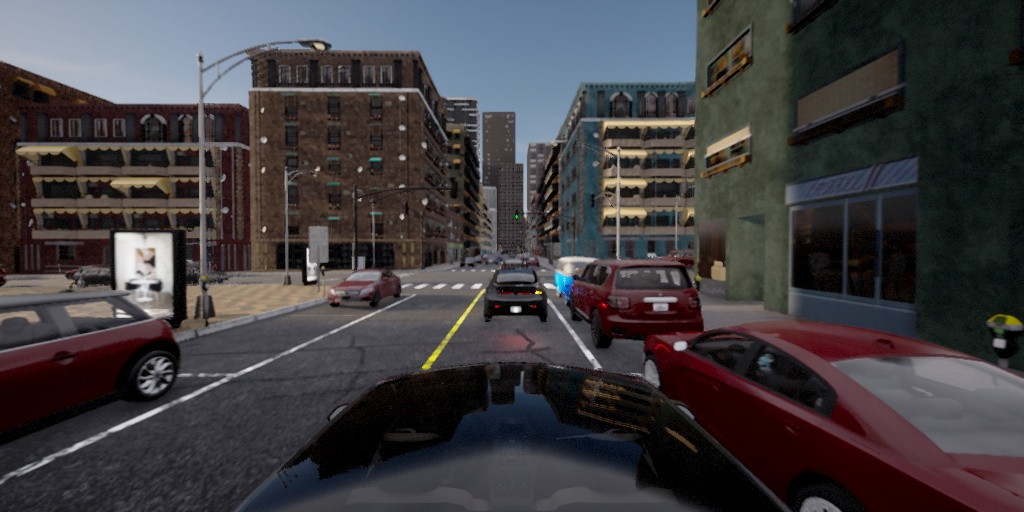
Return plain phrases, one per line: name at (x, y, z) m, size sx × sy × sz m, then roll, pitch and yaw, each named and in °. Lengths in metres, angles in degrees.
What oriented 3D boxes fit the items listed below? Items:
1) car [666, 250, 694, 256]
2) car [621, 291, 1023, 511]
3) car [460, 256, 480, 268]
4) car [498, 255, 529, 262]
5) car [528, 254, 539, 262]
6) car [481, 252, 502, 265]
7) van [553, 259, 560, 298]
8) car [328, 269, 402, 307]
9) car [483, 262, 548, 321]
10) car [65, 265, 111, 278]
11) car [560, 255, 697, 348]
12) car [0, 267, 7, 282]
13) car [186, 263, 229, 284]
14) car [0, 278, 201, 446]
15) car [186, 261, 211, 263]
car at (15.784, 0.385, 33.943) m, size 5.009 × 1.841 × 2.192 m, roll 0°, pitch 0°, yaw 0°
car at (2.690, 1.275, 3.343) m, size 1.888 × 1.381 × 4.507 m, roll 0°, pitch 0°, yaw 0°
car at (-5.676, 0.765, 46.805) m, size 1.948 × 1.339 × 4.313 m, roll 0°, pitch 0°, yaw 0°
car at (0.111, 0.895, 28.705) m, size 1.882 × 1.535 × 5.008 m, roll 0°, pitch 1°, yaw 0°
car at (2.705, 0.781, 46.790) m, size 1.802 × 1.307 × 4.207 m, roll 0°, pitch 0°, yaw 0°
car at (-3.050, 0.608, 53.905) m, size 2.128 × 1.511 × 4.902 m, roll 0°, pitch 1°, yaw 0°
van at (2.694, 0.934, 14.398) m, size 1.690 × 1.789 × 3.998 m, roll 0°, pitch 0°, yaw 0°
car at (-5.688, 1.175, 14.403) m, size 1.802 × 1.307 × 4.207 m, roll 0°, pitch 0°, yaw 0°
car at (0.104, 1.129, 11.892) m, size 1.837 × 1.490 × 4.892 m, roll 0°, pitch 1°, yaw 0°
car at (-27.954, 1.430, 25.143) m, size 4.403 × 1.370 × 2.007 m, roll 0°, pitch 0°, yaw 0°
car at (2.692, 0.976, 8.871) m, size 2.192 × 1.841 × 5.009 m, roll 0°, pitch 0°, yaw 0°
car at (-38.384, 1.577, 25.120) m, size 4.507 × 1.381 × 1.888 m, roll 0°, pitch 0°, yaw 0°
car at (-22.385, 1.348, 25.181) m, size 4.403 × 1.370 × 2.007 m, roll 0°, pitch 0°, yaw 0°
car at (-5.691, 1.169, 3.348) m, size 1.967 × 1.591 × 4.097 m, roll 0°, pitch 0°, yaw 0°
car at (-30.250, 1.179, 33.766) m, size 4.097 × 1.591 × 1.967 m, roll 0°, pitch 0°, yaw 0°
